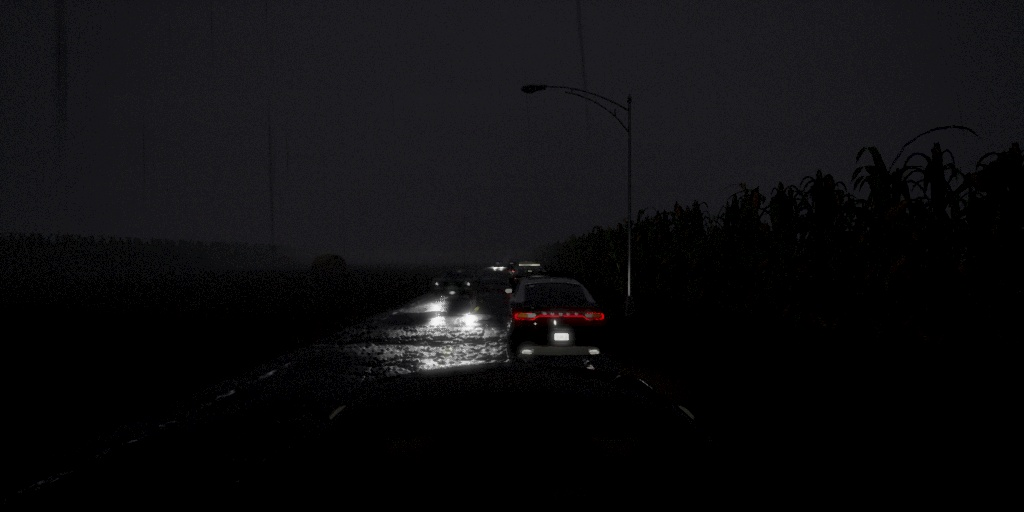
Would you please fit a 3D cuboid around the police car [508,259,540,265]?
[{"bbox_3d":[0.901,1.166,18.709,1.930,1.638,5.238,0,0,0],"label":"police car"}]

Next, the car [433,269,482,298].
[{"bbox_3d":[-2.678,1.341,18.352,1.895,1.301,4.718,0,0,0],"label":"car"}]

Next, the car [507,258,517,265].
[{"bbox_3d":[0.926,1.084,24.568,2.097,1.767,4.553,0,0,0],"label":"car"}]

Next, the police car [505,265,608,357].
[{"bbox_3d":[0.858,1.173,8.709,1.930,1.638,5.238,0,0,0],"label":"police car"}]

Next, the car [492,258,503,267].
[{"bbox_3d":[-2.479,1.144,63.723,2.128,1.511,4.902,0,0,0],"label":"car"}]
